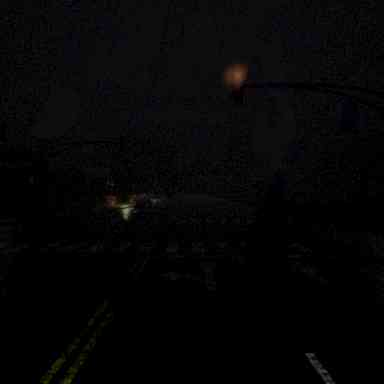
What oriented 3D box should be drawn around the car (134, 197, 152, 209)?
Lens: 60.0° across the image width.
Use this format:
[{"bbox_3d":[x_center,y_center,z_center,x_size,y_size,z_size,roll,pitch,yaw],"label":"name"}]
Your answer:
[{"bbox_3d":[-6.433,1.508,44.216,1.882,1.535,5.008,0,1,0],"label":"car"}]
